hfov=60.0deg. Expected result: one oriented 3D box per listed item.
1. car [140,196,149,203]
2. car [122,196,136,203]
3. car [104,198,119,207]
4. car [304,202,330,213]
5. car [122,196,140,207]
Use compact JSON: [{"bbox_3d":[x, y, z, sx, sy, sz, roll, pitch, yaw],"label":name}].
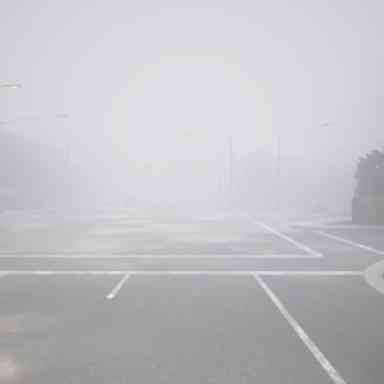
[{"bbox_3d":[-10.578,1.608,72.808,1.994,1.385,4.181,0,1,0],"label":"car"},{"bbox_3d":[-14.080,1.583,74.429,2.033,1.411,5.357,0,1,0],"label":"car"},{"bbox_3d":[-14.119,1.776,58.707,1.812,1.442,4.674,0,1,0],"label":"car"},{"bbox_3d":[16.062,1.992,42.643,4.181,1.385,1.994,1,-1,-45],"label":"car"},{"bbox_3d":[-10.633,1.754,56.966,1.882,1.535,5.008,0,1,0],"label":"car"}]
